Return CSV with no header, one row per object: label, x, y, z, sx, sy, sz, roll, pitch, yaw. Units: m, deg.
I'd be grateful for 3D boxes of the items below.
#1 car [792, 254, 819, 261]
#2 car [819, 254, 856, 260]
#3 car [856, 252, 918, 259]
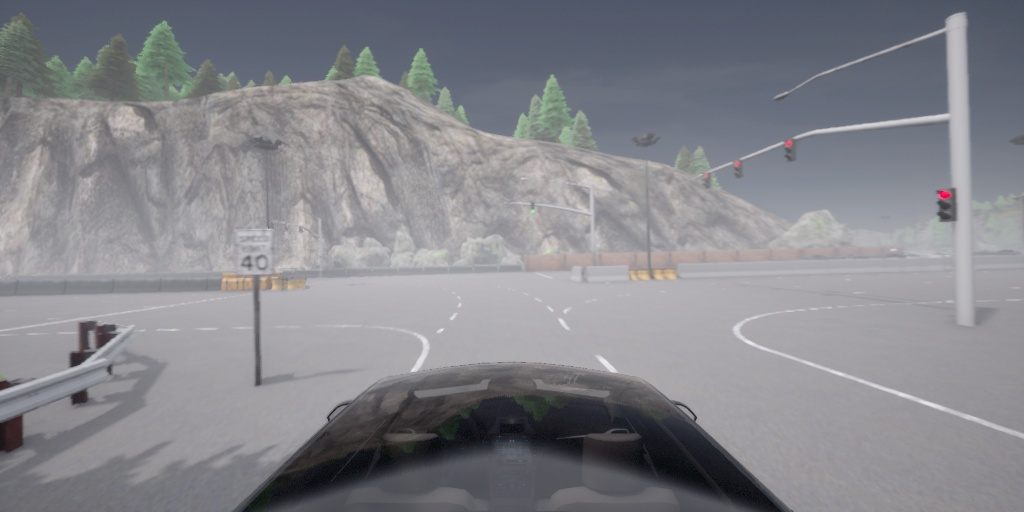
car,40.055,0.564,47.874,4.892,1.490,1.837,-2,0,-3
car,41.666,0.493,44.495,4.902,1.511,2.128,-1,0,-4
car,42.945,0.452,41.138,4.892,1.490,1.837,-1,0,-5
